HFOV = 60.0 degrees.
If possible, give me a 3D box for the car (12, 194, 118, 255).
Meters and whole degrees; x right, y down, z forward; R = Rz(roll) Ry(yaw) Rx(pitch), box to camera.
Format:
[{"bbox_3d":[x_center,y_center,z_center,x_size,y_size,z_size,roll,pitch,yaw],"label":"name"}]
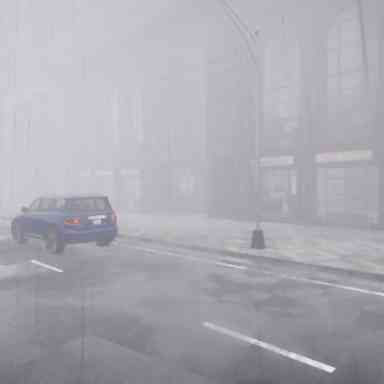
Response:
[{"bbox_3d":[-5.155,1.105,13.129,5.566,2.045,2.150,0,1,44],"label":"car"}]
